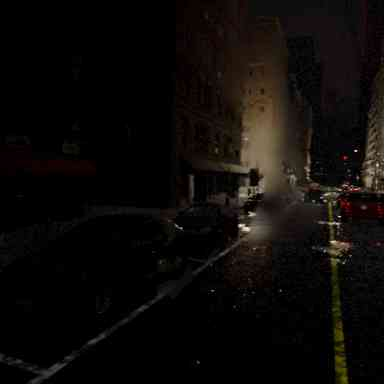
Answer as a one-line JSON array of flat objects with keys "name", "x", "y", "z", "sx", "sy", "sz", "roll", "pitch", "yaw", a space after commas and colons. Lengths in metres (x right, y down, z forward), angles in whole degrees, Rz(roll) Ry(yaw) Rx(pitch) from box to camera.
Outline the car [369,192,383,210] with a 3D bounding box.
[{"name": "car", "x": 16.782, "y": 0.789, "z": 28.927, "sx": 1.947, "sy": 1.339, "sz": 4.313, "roll": 3, "pitch": 3, "yaw": 22}]

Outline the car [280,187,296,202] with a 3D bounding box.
[{"name": "car", "x": 8.906, "y": 0.247, "z": 32.149, "sx": 1.967, "sy": 1.590, "sz": 4.097, "roll": 3, "pitch": 3, "yaw": 22}]

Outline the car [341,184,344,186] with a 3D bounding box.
[{"name": "car", "x": 39.174, "y": -0.976, "z": 83.188, "sx": 1.967, "sy": 1.590, "sz": 4.097, "roll": 3, "pitch": 3, "yaw": 22}]

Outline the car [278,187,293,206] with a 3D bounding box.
[{"name": "car", "x": 6.810, "y": 0.550, "z": 27.069, "sx": 1.802, "sy": 1.307, "sz": 4.206, "roll": 3, "pitch": 3, "yaw": 22}]

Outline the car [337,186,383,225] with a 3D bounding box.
[{"name": "car", "x": 9.881, "y": 0.772, "z": 19.481, "sx": 2.097, "sy": 1.767, "sz": 4.553, "roll": 3, "pitch": 3, "yaw": 23}]

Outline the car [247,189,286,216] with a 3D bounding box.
[{"name": "car", "x": 4.719, "y": 0.695, "z": 21.982, "sx": 1.947, "sy": 1.339, "sz": 4.313, "roll": 3, "pitch": 3, "yaw": 22}]

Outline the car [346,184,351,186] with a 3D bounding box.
[{"name": "car", "x": 30.915, "y": -0.390, "z": 63.199, "sx": 1.967, "sy": 1.590, "sz": 4.097, "roll": 3, "pitch": 3, "yaw": 22}]

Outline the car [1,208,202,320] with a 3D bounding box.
[{"name": "car", "x": -1.554, "y": 1.182, "z": 6.725, "sx": 1.947, "sy": 1.339, "sz": 4.313, "roll": 3, "pitch": 3, "yaw": 22}]

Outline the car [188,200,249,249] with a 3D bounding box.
[{"name": "car", "x": 0.537, "y": 1.035, "z": 11.812, "sx": 1.802, "sy": 1.307, "sz": 4.206, "roll": 3, "pitch": 3, "yaw": 22}]

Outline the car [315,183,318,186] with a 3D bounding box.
[{"name": "car", "x": 27.167, "y": -0.994, "z": 76.435, "sx": 2.008, "sy": 1.369, "sz": 4.403, "roll": 3, "pitch": 3, "yaw": 22}]

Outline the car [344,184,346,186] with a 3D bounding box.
[{"name": "car", "x": 35.042, "y": -0.577, "z": 73.198, "sx": 2.008, "sy": 1.369, "sz": 4.403, "roll": 3, "pitch": 3, "yaw": 22}]

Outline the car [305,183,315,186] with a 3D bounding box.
[{"name": "car", "x": 23.036, "y": -0.666, "z": 66.444, "sx": 1.802, "sy": 1.307, "sz": 4.206, "roll": 3, "pitch": 3, "yaw": 22}]

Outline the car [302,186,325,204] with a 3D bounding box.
[{"name": "car", "x": 12.640, "y": 0.387, "z": 34.231, "sx": 2.033, "sy": 1.411, "sz": 5.357, "roll": 3, "pitch": 3, "yaw": 22}]
